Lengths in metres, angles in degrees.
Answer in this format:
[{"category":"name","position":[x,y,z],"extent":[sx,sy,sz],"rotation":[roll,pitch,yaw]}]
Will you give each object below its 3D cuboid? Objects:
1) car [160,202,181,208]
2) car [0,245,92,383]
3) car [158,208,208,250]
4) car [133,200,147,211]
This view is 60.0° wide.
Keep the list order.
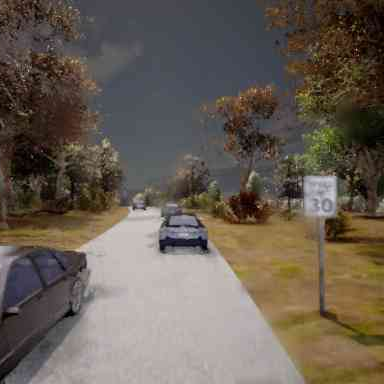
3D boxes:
[{"category":"car","position":[-1.998,1.696,31.504],"extent":[1.812,1.442,4.674],"rotation":[1,-1,-7]},{"category":"car","position":[-2.932,1.536,4.666],"extent":[2.033,1.411,5.357],"rotation":[0,0,-1]},{"category":"car","position":[-0.421,1.592,14.547],"extent":[1.994,1.385,4.181],"rotation":[0,0,-3]},{"category":"car","position":[-7.432,1.866,47.121],"extent":[2.128,1.511,4.902],"rotation":[1,-1,-10]}]
